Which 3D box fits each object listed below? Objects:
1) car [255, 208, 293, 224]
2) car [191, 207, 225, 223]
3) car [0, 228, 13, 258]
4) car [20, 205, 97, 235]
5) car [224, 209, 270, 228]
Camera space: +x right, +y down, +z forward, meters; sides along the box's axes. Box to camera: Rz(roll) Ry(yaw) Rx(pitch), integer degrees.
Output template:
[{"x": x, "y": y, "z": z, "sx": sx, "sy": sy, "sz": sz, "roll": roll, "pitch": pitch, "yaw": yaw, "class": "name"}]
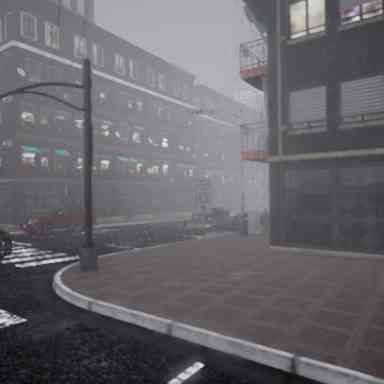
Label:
[{"x": 7.889, "y": 2.241, "z": 31.599, "sx": 2.008, "sy": 1.369, "sz": 4.403, "roll": -2, "pitch": -2, "yaw": 35, "class": "car"}, {"x": 1.854, "y": 2.206, "z": 32.989, "sx": 1.882, "sy": 1.535, "sz": 5.008, "roll": -1, "pitch": -2, "yaw": 35, "class": "car"}, {"x": -7.894, "y": 1.525, "z": 10.988, "sx": 2.097, "sy": 1.767, "sz": 4.553, "roll": 1, "pitch": -1, "yaw": -4, "class": "car"}, {"x": -8.765, "y": 1.810, "z": 22.369, "sx": 2.192, "sy": 1.841, "sz": 5.009, "roll": -2, "pitch": -2, "yaw": 35, "class": "car"}, {"x": 4.630, "y": 2.168, "z": 26.940, "sx": 1.802, "sy": 1.307, "sz": 4.206, "roll": -2, "pitch": -2, "yaw": 35, "class": "car"}]
